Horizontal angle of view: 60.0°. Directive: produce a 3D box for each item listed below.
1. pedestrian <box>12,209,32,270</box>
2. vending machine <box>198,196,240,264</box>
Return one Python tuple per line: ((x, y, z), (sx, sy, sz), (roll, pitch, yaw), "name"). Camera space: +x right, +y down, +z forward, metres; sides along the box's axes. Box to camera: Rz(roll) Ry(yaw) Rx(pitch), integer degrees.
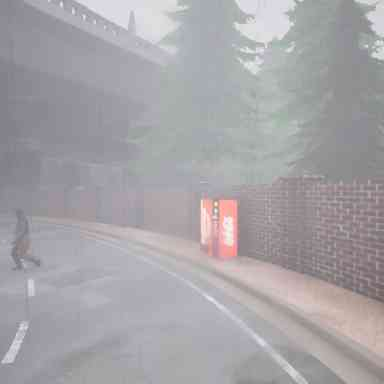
((-4.828, 1.294, 9.450), (0.375, 1.860, 0.375), (0, 0, -30), "pedestrian")
((0.896, 1.195, 11.054), (1.100, 2.100, 0.880), (0, 0, -28), "vending machine")
